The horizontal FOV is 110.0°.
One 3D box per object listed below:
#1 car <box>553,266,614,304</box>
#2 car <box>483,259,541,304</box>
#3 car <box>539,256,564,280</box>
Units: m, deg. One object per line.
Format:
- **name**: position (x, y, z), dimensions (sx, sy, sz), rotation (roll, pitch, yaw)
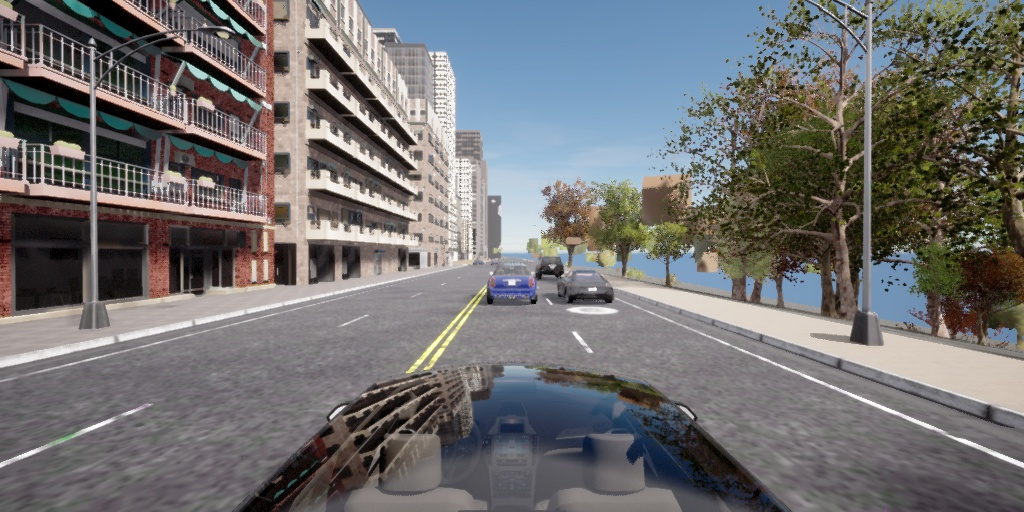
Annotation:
- **car**: position (3.251, 1.321, 16.501), dimensions (1.994, 1.385, 4.181), rotation (0, 0, 0)
- **car**: position (0.001, 1.115, 16.471), dimensions (2.097, 1.767, 4.553), rotation (0, 0, 0)
- **car**: position (3.251, 1.007, 31.531), dimensions (2.150, 2.045, 5.566), rotation (0, 0, 0)
